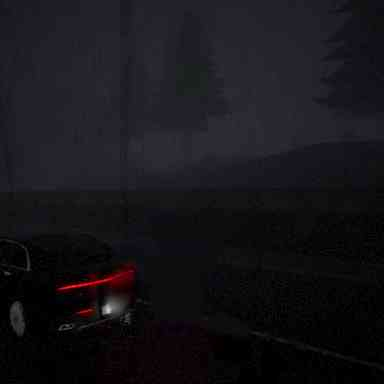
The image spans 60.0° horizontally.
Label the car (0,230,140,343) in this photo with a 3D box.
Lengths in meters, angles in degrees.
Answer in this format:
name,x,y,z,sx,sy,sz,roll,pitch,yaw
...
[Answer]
name,x,y,z,sx,sy,sz,roll,pitch,yaw
car,-3.136,1.530,6.565,4.892,1.490,1.837,0,0,39
